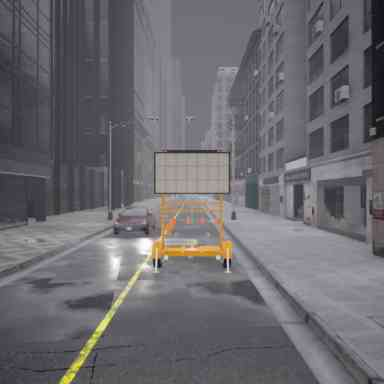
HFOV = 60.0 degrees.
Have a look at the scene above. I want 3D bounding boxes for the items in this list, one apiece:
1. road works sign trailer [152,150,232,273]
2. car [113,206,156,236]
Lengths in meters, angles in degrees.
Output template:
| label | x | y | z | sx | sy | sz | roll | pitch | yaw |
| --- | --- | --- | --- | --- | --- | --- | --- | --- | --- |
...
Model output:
| label | x | y | z | sx | sy | sz | roll | pitch | yaw |
| --- | --- | --- | --- | --- | --- | --- | --- | --- | --- |
| road works sign trailer | 0.005 | 0.464 | 10.635 | 2.380 | 3.560 | 2.880 | 0 | 0 | 0 |
| car | -3.076 | 1.525 | 18.581 | 1.812 | 1.442 | 4.674 | 0 | 0 | 0 |
